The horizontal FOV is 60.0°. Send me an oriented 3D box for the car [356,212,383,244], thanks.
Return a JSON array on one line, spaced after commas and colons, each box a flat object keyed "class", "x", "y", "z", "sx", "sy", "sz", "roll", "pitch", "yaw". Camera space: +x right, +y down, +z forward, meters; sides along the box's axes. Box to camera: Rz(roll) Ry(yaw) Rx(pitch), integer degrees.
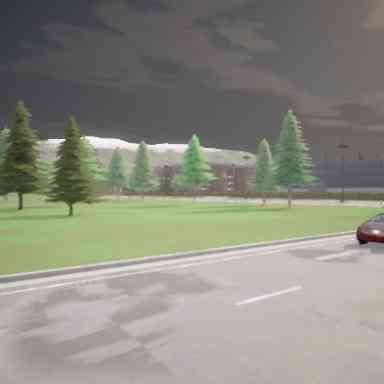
[{"class": "car", "x": 9.001, "y": 1.563, "z": 14.471, "sx": 4.181, "sy": 1.385, "sz": 1.994, "roll": 0, "pitch": 0, "yaw": -36}]
